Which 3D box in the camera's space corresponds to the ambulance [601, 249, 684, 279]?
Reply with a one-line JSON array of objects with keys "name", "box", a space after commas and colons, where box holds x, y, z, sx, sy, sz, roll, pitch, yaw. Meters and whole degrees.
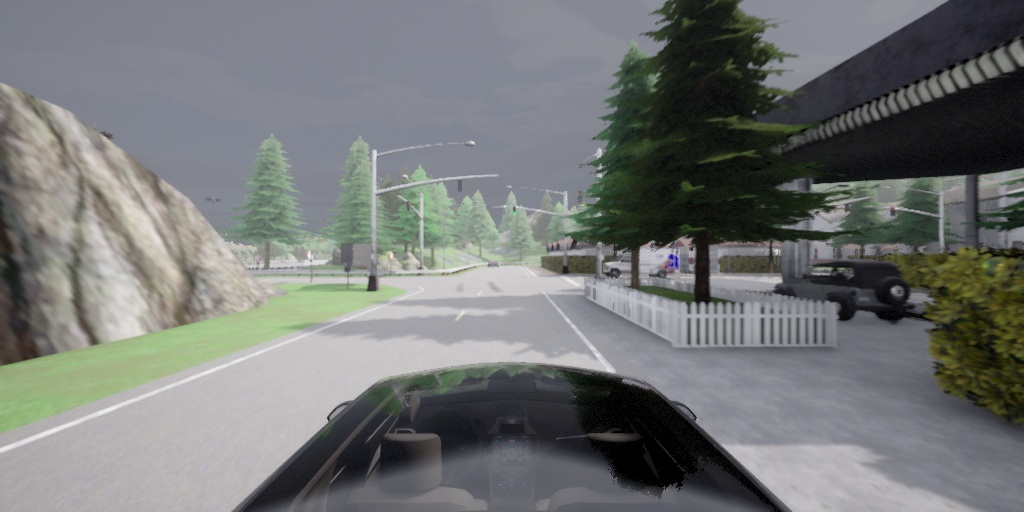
[{"name": "ambulance", "box": [10.798, 0.636, 30.111, 6.366, 2.431, 2.351, 0, 0, 0]}]
